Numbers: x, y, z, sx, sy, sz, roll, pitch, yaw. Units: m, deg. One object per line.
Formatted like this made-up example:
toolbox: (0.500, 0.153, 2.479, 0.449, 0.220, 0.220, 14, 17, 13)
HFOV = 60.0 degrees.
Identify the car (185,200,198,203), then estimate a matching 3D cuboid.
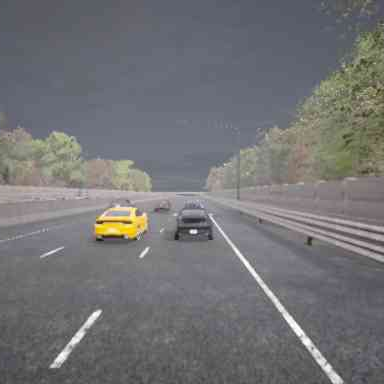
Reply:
car: (0.028, 1.701, 44.149, 1.895, 1.301, 4.718, 0, 0, 0)

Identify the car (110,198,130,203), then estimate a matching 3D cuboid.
car: (-6.955, 1.417, 32.913, 2.097, 1.767, 4.553, 0, 0, 0)

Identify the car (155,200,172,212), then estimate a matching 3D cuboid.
car: (-3.467, 1.635, 40.449, 2.033, 1.411, 5.357, 0, 0, 0)

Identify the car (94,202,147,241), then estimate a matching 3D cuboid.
car: (-3.436, 1.507, 16.835, 1.882, 1.535, 5.008, 0, 0, 0)

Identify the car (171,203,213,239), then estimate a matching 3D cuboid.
car: (0.066, 1.537, 17.427, 1.837, 1.490, 4.892, 0, 0, 0)
